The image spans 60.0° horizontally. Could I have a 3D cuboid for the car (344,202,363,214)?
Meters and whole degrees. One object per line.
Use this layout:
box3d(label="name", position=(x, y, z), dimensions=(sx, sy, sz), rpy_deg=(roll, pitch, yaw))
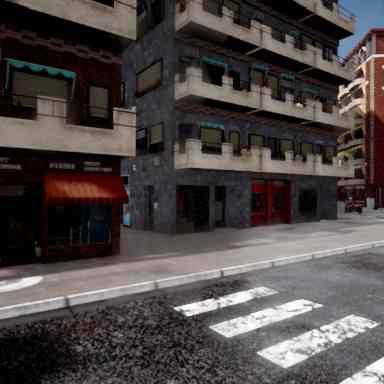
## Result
box3d(label="car", position=(17.814, 1.787, 38.249), dimensions=(1.895, 1.301, 4.718), rpy_deg=(0, 0, 5))
